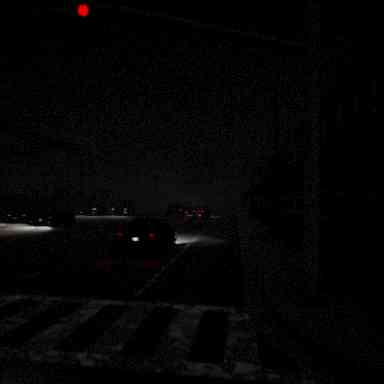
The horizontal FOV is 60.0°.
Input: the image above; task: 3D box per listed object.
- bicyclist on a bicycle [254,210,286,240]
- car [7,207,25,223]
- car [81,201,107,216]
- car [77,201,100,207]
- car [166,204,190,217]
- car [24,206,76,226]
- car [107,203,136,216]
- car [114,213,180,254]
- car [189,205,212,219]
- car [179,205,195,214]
[{"bbox_3d":[4.168,1.777,17.807,1.656,1.620,0.582,0,-1,7],"label":"bicyclist on a bicycle"},{"bbox_3d":[-14.417,1.970,29.917,1.812,1.442,4.674,1,-1,8],"label":"car"},{"bbox_3d":[-12.651,2.124,43.304,2.097,1.767,4.553,1,-1,8],"label":"car"},{"bbox_3d":[-24.800,2.839,79.552,2.038,1.542,4.974,0,-2,36],"label":"car"},{"bbox_3d":[-1.961,2.299,43.278,2.097,1.767,4.553,1,-1,8],"label":"car"},{"bbox_3d":[-11.244,1.996,27.179,1.994,1.385,4.181,1,-1,8],"label":"car"},{"bbox_3d":[-9.009,2.202,44.115,2.097,1.767,4.553,1,-1,8],"label":"car"},{"bbox_3d":[-1.992,1.879,15.090,1.994,1.385,4.181,1,-1,7],"label":"car"},{"bbox_3d":[1.223,2.434,40.231,1.837,1.490,4.892,1,-1,7],"label":"car"},{"bbox_3d":[-0.754,2.750,53.053,1.994,1.385,4.181,1,-1,7],"label":"car"}]
